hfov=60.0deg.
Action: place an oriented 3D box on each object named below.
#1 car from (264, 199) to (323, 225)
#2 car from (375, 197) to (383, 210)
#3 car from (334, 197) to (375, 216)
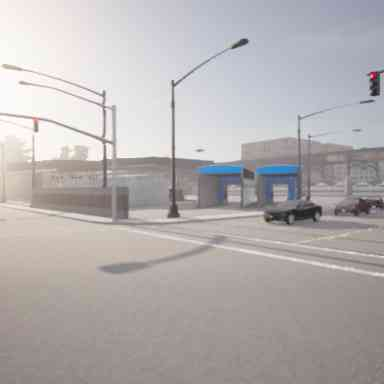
[{"bbox_3d":[6.960,1.285,22.732,5.008,1.535,1.882,-1,1,-39],"label":"car"},{"bbox_3d":[20.182,1.204,36.872,1.895,1.301,4.718,0,1,29],"label":"car"},{"bbox_3d":[14.022,1.234,28.898,1.812,1.442,4.674,0,1,44],"label":"car"}]
